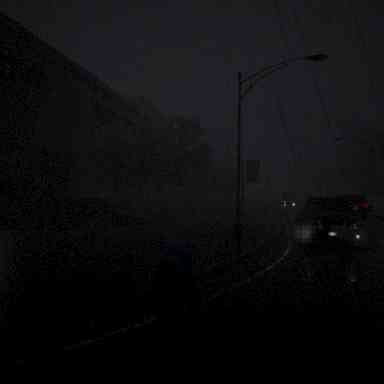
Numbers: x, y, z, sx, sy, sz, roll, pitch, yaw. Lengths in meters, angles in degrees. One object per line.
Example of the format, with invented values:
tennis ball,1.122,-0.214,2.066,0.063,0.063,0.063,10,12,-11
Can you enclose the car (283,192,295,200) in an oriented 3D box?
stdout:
car,16.528,0.635,56.690,1.895,1.301,4.718,1,4,14

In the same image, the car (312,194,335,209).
car,16.969,1.179,43.124,2.128,1.511,4.902,1,2,14

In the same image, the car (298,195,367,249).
car,6.060,1.216,15.070,2.150,2.045,5.566,1,0,17
